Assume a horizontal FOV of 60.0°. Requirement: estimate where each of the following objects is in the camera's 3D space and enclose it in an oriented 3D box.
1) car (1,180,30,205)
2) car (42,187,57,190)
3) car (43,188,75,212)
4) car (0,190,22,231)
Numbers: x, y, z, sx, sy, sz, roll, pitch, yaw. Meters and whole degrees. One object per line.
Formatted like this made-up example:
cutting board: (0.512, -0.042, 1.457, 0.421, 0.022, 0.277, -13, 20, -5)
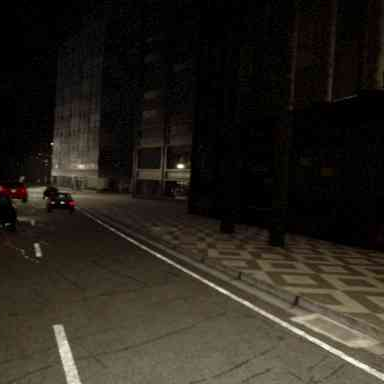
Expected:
car: (-16.924, -0.060, 31.921, 2.150, 2.045, 5.566, 3, 1, -25)
car: (-17.143, 0.121, 40.556, 1.837, 1.490, 4.892, 3, 1, -25)
car: (-10.017, 0.716, 25.267, 2.033, 1.411, 5.357, 3, 1, -25)
car: (-8.956, 0.843, 15.120, 1.837, 1.490, 4.892, 3, 1, -27)
